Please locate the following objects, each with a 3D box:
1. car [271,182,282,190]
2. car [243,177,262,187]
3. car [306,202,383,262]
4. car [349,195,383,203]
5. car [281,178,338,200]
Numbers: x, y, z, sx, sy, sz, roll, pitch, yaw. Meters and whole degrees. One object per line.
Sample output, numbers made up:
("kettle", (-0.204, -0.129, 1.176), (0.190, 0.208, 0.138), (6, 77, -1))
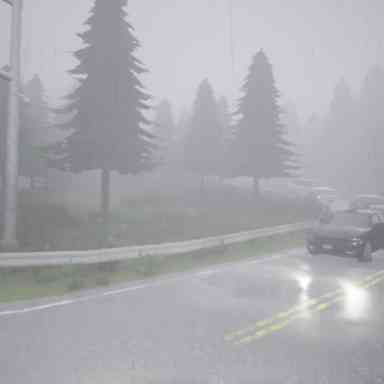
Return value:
("car", (11.498, -0.577, 40.204), (1.837, 1.490, 4.892), (2, 5, -20))
("car", (9.081, -1.812, 50.082), (2.150, 2.045, 5.566), (2, 5, 2))
("car", (5.980, 1.401, 12.248), (1.882, 1.535, 5.008), (2, 2, 44))
("car", (11.188, 0.990, 20.919), (1.837, 1.490, 4.892), (1, 4, 14))
("car", (11.213, -0.211, 31.490), (2.150, 2.045, 5.566), (1, 5, -18))
